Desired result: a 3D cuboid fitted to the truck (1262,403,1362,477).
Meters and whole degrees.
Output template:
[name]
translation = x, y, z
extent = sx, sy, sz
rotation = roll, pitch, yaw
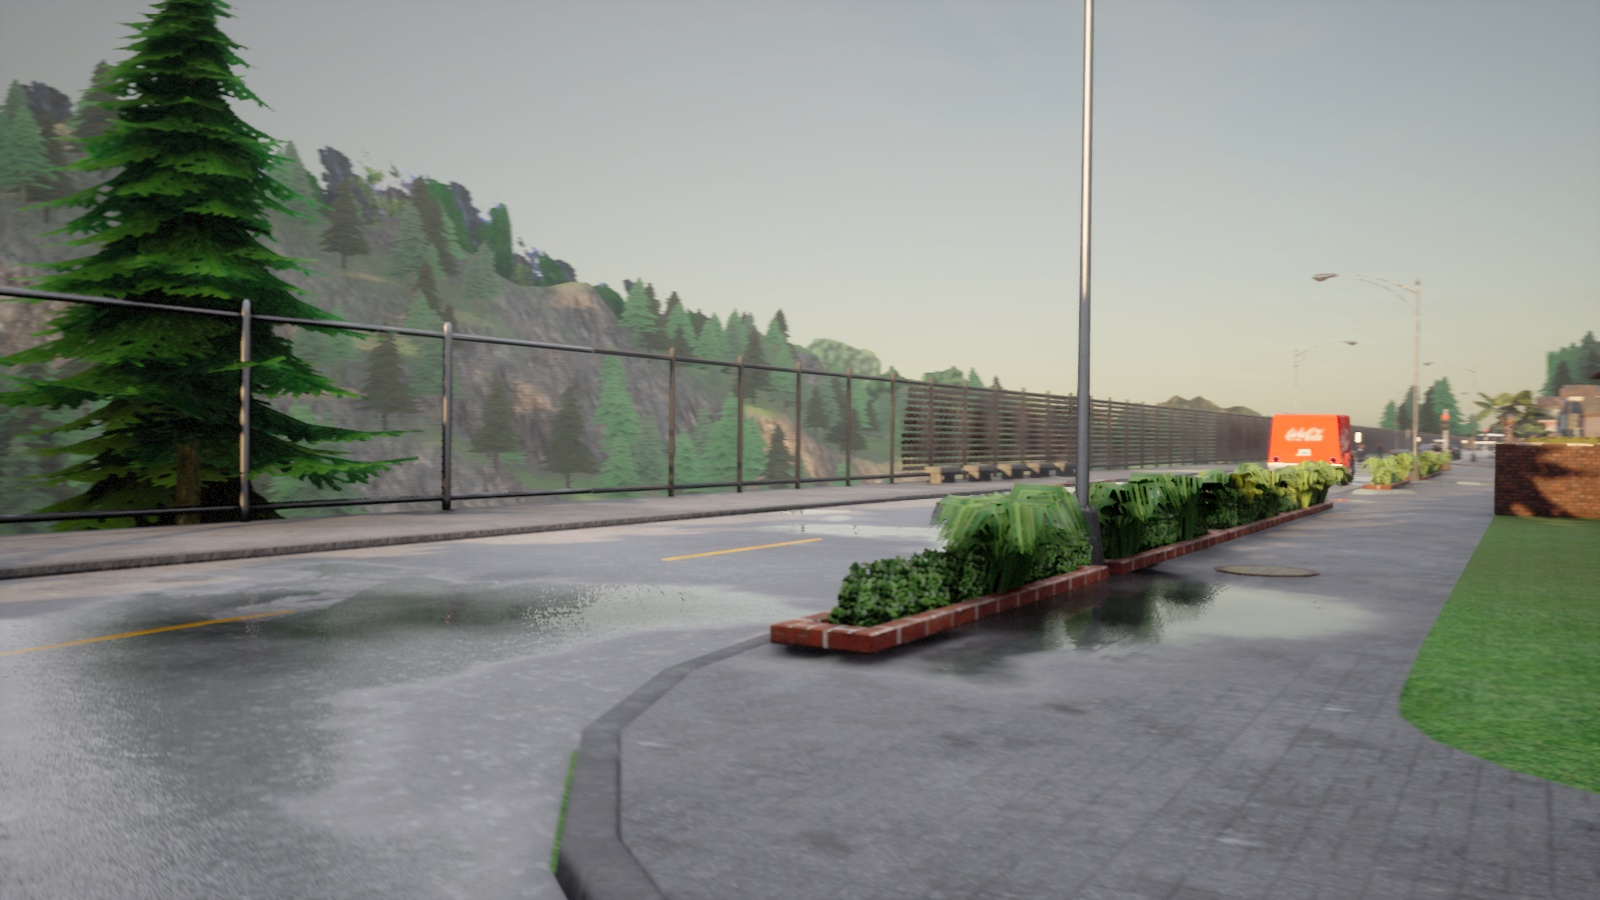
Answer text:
[truck]
translation = 18.368, -0.362, 44.897
extent = 2.627, 2.467, 5.204
rotation = 0, 1, 30
